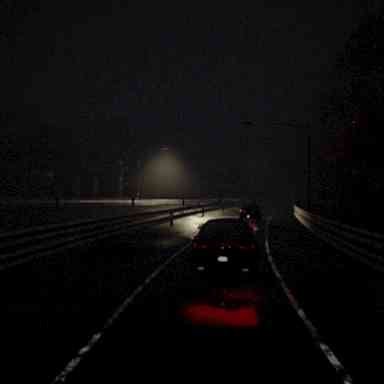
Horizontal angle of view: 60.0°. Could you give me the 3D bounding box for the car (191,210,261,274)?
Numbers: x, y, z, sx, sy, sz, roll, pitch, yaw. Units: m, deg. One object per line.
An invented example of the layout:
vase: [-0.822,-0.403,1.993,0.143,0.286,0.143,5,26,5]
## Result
car: [1.164,1.600,11.082,1.882,1.535,5.008,0,0,8]

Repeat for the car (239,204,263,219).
car: [5.416,1.855,30.689,1.837,1.490,4.892,0,-1,15]
